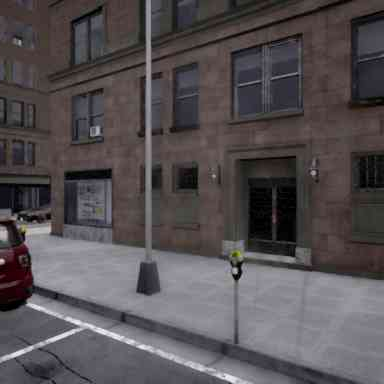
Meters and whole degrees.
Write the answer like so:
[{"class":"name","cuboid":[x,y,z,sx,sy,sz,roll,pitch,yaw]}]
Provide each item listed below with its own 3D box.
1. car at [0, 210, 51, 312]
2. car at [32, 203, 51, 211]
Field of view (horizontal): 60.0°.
[{"class":"car","cuboid":[-5.066,1.313,6.408,5.009,1.841,2.192,0,0,35]},{"class":"car","cuboid":[-10.244,1.497,25.168,2.033,1.411,5.357,0,0,36]}]
